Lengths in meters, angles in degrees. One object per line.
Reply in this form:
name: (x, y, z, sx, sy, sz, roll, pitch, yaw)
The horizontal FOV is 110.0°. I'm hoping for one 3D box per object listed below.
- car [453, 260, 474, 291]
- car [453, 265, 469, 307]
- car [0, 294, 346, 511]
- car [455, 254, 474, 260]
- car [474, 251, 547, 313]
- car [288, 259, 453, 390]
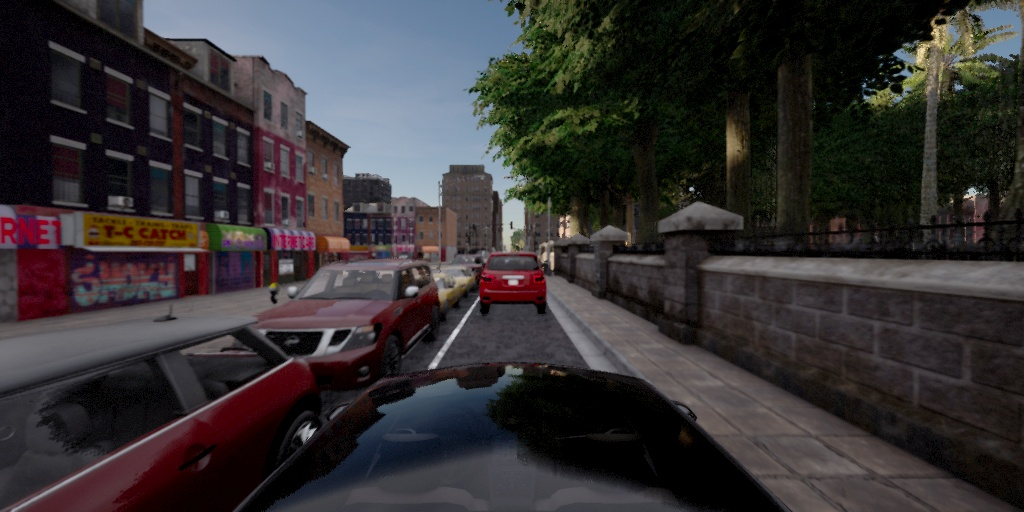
car: (-2.712, 1.085, 17.139, 1.751, 1.417, 4.829, 0, 0, 0)
car: (-2.689, 1.150, 11.869, 1.751, 1.417, 4.829, 0, 0, 0)
car: (-2.645, 1.193, 1.500, 1.967, 1.591, 4.097, 0, 0, 0)
car: (-2.735, 0.810, 22.580, 2.192, 1.841, 5.009, 0, 0, 0)
car: (0.037, 0.831, 13.375, 2.150, 2.045, 5.566, 0, 1, 0)
car: (-2.668, 1.003, 6.770, 2.192, 1.841, 5.009, 0, 0, 0)
